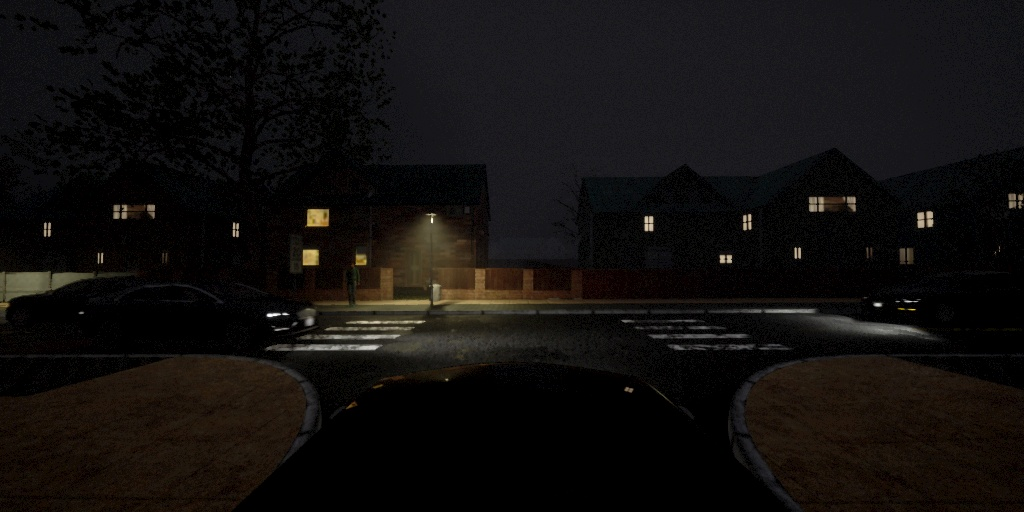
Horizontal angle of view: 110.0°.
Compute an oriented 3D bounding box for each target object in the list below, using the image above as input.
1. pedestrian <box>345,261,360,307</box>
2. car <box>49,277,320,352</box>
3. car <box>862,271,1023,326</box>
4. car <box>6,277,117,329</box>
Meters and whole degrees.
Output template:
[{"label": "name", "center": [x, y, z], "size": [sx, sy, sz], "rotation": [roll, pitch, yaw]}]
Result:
[{"label": "pedestrian", "center": [-6.451, 1.113, 14.418], "size": [0.375, 1.860, 0.375], "rotation": [0, -1, 2]}, {"label": "car", "center": [-7.253, 1.321, 8.572], "size": [4.902, 1.511, 2.128], "rotation": [-1, -1, 2]}, {"label": "car", "center": [13.597, 1.221, 10.877], "size": [4.892, 1.490, 1.837], "rotation": [0, -1, 2]}, {"label": "car", "center": [-13.232, 1.444, 11.709], "size": [5.008, 1.535, 1.882], "rotation": [-1, -1, 2]}]
